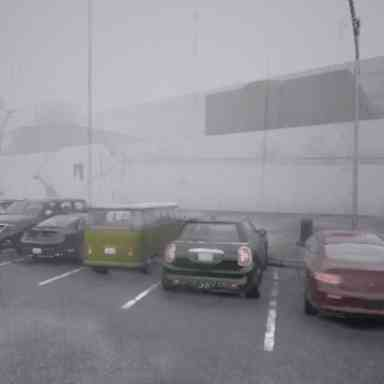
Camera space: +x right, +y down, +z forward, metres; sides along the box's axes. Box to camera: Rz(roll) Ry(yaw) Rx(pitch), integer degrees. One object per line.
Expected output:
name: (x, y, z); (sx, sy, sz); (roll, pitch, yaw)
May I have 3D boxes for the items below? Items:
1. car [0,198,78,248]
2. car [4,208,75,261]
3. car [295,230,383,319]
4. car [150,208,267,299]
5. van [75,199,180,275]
car: (-6.436, 1.294, 14.047); (2.435, 2.045, 5.566); (0, -1, 15)
car: (-4.009, 1.534, 12.335); (2.231, 1.521, 4.892); (0, -1, 15)
car: (3.276, 1.536, 7.141); (2.002, 1.452, 4.674); (0, -1, 15)
car: (0.842, 1.382, 8.848); (2.185, 1.767, 4.553); (0, -1, 15)
van: (-1.548, 1.297, 10.724); (1.878, 1.987, 4.442); (0, -1, 15)
